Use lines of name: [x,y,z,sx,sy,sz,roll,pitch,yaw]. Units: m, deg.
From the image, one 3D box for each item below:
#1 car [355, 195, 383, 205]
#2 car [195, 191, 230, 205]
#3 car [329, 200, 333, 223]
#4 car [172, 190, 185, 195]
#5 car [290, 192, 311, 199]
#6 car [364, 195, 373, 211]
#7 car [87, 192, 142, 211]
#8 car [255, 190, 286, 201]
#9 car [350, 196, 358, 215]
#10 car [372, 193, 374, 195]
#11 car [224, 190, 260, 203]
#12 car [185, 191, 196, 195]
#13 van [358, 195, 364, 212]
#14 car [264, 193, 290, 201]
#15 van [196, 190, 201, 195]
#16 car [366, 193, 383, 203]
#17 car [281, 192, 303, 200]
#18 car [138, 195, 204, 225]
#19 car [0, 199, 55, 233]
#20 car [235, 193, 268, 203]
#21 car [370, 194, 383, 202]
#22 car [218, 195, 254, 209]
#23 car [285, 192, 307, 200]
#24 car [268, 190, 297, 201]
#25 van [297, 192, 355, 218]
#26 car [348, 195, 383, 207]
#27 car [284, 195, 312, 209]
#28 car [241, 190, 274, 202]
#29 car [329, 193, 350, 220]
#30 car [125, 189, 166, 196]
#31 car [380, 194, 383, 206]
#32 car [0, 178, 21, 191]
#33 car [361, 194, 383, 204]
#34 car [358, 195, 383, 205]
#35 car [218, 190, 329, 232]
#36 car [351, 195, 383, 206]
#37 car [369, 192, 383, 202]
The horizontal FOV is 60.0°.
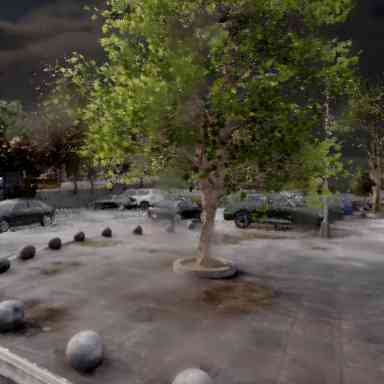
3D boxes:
car: [30.075,1.313,55.437,5.008,1.535,2.097,2,2,15]
car: [2.909,0.836,46.200,4.553,1.767,2.185,0,1,15]
car: [6.205,1.355,21.543,4.792,1.488,2.163,2,1,15]
car: [-4.050,0.713,36.339,5.566,2.045,2.435,0,0,15]
car: [25.517,0.818,78.342,4.553,1.767,2.185,0,1,15]
car: [16.446,1.324,36.065,4.892,1.521,2.231,2,1,15]
car: [-7.586,0.994,31.387,4.792,1.488,2.163,0,1,15]
car: [15.024,0.700,63.531,5.566,2.045,2.435,0,1,15]
car: [9.618,1.073,26.387,5.566,2.045,2.435,2,1,15]
car: [18.186,1.198,38.479,4.553,1.767,2.185,2,1,15]
car: [8.068,0.706,53.641,5.566,2.045,2.435,0,1,15]
car: [-2.370,0.838,38.822,4.553,1.767,2.185,0,0,15]
van: [13.165,1.103,31.199,4.442,1.987,1.878,2,1,15]
car: [16.821,0.980,65.988,4.792,1.488,2.163,0,0,15]
van: [-0.713,0.736,41.304,4.442,1.987,1.878,0,1,15]
car: [36.918,1.183,65.094,4.553,1.767,2.185,2,2,15]
car: [21.982,0.821,73.413,4.553,1.767,2.185,0,0,15]
car: [-0.836,1.207,21.642,2.128,1.511,4.902,1,1,34]
car: [-9.119,1.134,16.940,1.837,1.490,4.892,0,1,15]
car: [10.015,0.954,56.062,5.366,1.575,1.946,0,0,15]
car: [40.289,1.345,69.947,4.674,1.452,2.002,2,1,15]
car: [5.307,1.094,39.438,2.128,1.511,4.902,2,1,36]
car: [23.719,0.819,75.892,4.553,1.767,2.185,0,0,15]
car: [18.561,0.698,68.461,5.566,2.045,2.435,0,0,15]
van: [11.462,1.103,28.780,4.442,1.987,1.878,2,1,15]
car: [26.665,1.315,50.586,5.008,1.535,2.097,2,1,15]
car: [13.490,1.187,42.112,1.882,1.535,5.008,1,1,35]
car: [11.606,0.704,58.565,5.566,2.045,2.435,0,0,15]
car: [7.914,1.074,23.968,5.566,2.045,2.435,2,1,15]
car: [-5.845,0.713,33.860,5.566,2.045,2.435,0,1,15]
car: [23.232,1.347,45.751,4.792,1.488,2.163,2,1,15]
car: [-17.199,-0.513,29.705,1.812,1.442,4.674,1,5,33]
car: [35.002,1.300,62.728,5.366,1.575,1.946,2,1,15]
car: [31.804,1.342,57.848,4.792,1.488,2.163,2,1,15]
car: [4.565,1.076,19.130,5.566,2.045,2.435,2,1,15]
car: [28.550,1.317,52.969,5.366,1.575,1.946,2,1,15]
car: [42.028,1.053,72.362,5.566,2.045,2.435,2,1,15]
